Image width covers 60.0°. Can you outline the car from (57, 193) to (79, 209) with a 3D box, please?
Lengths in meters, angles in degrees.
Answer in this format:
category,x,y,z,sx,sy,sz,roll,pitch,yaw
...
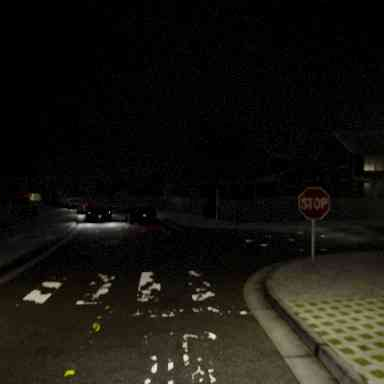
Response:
category,x,y,z,sx,sy,sz,roll,pitch,yaw
car,-16.313,1.174,45.274,2.150,2.045,5.566,0,0,-32

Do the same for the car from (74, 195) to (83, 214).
category,x,y,z,sx,sy,sz,roll,pitch,yaw
car,-11.063,1.429,35.502,1.882,1.535,5.008,0,0,-25

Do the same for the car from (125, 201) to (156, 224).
category,x,y,z,sx,sy,sz,roll,pitch,yaw
car,-3.930,1.435,24.937,1.882,1.535,5.008,0,0,-16

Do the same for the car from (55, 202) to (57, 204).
category,x,y,z,sx,sy,sz,roll,pitch,yaw
car,-25.116,1.510,61.808,2.033,1.411,5.357,0,0,-42

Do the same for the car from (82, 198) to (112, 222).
category,x,y,z,sx,sy,sz,roll,pitch,yaw
car,-7.418,1.486,26.175,1.812,1.442,4.674,0,0,-19
